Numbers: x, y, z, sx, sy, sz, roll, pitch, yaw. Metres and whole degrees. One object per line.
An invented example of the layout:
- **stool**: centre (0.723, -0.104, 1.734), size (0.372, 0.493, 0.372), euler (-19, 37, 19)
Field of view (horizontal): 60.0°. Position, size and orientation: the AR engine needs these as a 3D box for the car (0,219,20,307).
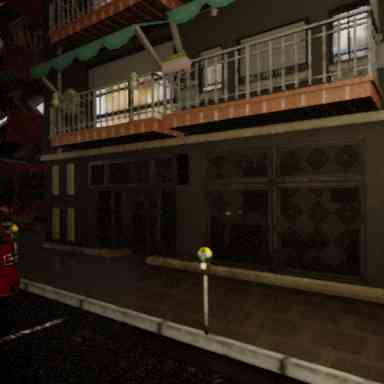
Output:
- **car**: centre (-5.406, 1.313, 6.591), size (5.009, 1.841, 2.192), euler (0, -1, 36)
